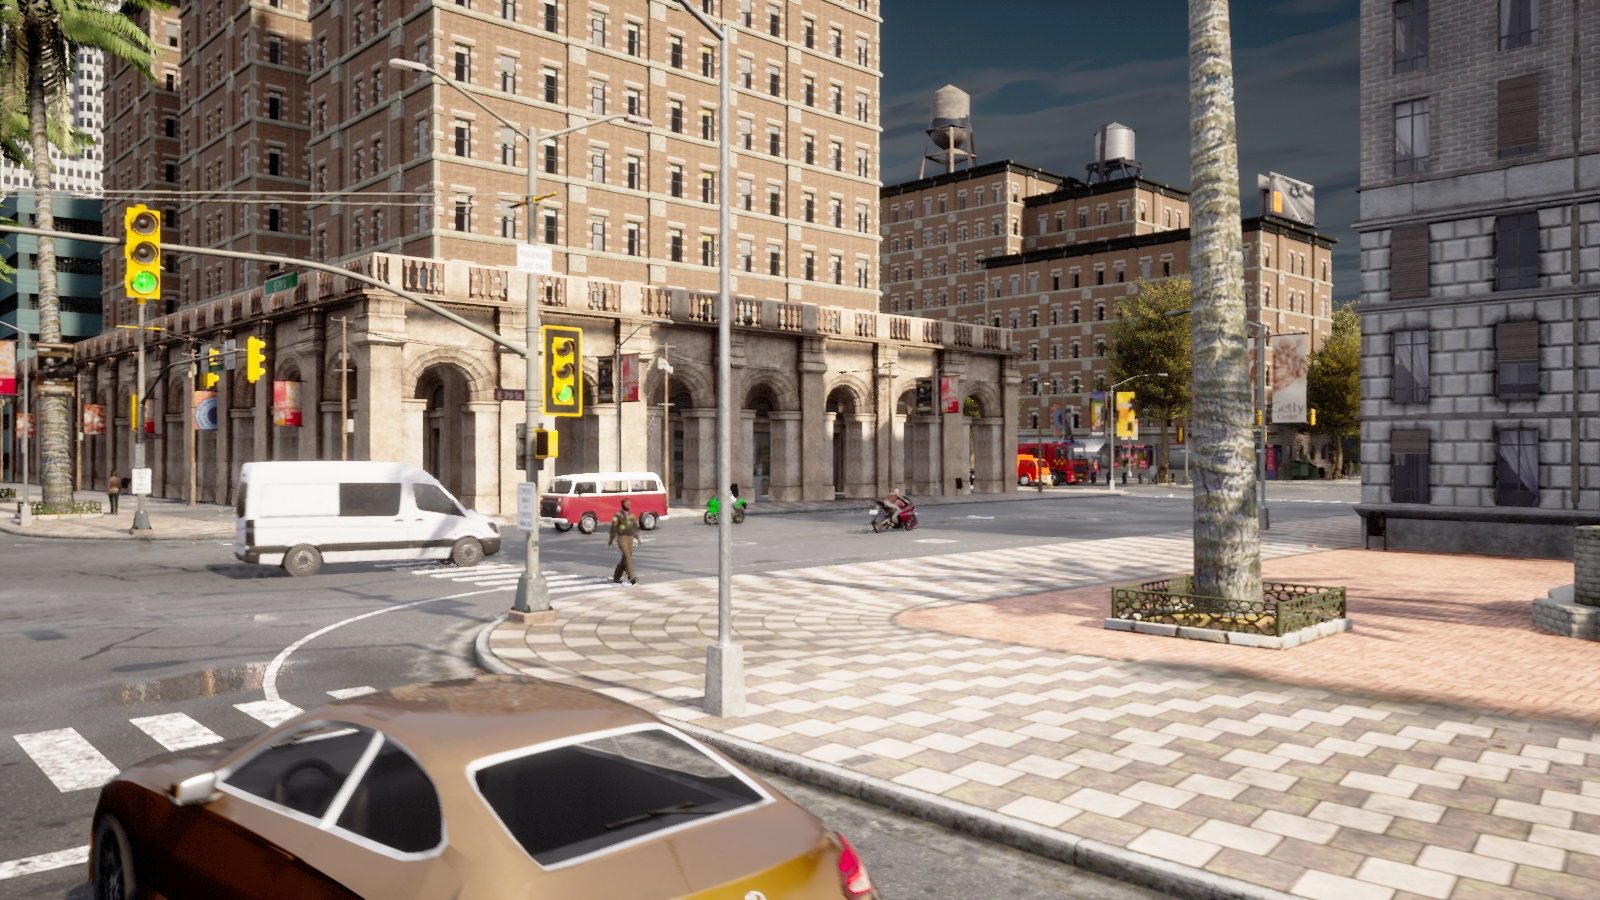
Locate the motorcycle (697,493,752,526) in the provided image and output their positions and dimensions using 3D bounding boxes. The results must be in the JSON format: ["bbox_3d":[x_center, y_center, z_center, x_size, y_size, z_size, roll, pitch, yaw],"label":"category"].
[{"bbox_3d":[-2.825,2.233,43.049,2.033,1.145,0.803,0,0,-43],"label":"motorcycle"}]

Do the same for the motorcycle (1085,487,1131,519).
[{"bbox_3d":[13.056,2.223,48.392,2.209,1.251,0.867,0,0,-43],"label":"motorcycle"}]

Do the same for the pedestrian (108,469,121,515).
[{"bbox_3d":[-28.096,1.724,46.823,0.375,1.860,0.375,0,0,-41],"label":"pedestrian"}]

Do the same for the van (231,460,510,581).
[{"bbox_3d":[-10.106,1.549,27.130,5.915,2.561,1.988,0,1,-33],"label":"van"}]

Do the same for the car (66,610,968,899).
[{"bbox_3d":[-1.837,1.996,5.823,5.027,1.651,2.152,0,0,45],"label":"car"}]

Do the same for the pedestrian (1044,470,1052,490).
[{"bbox_3d":[16.429,2.005,75.543,0.375,1.300,0.375,0,0,43],"label":"pedestrian"}]

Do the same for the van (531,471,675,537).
[{"bbox_3d":[-6.747,1.802,39.436,4.480,2.038,2.069,0,0,-43],"label":"van"}]

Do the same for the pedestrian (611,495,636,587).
[{"bbox_3d":[-3.641,1.860,23.596,0.375,1.860,0.375,0,0,-39],"label":"pedestrian"}]
